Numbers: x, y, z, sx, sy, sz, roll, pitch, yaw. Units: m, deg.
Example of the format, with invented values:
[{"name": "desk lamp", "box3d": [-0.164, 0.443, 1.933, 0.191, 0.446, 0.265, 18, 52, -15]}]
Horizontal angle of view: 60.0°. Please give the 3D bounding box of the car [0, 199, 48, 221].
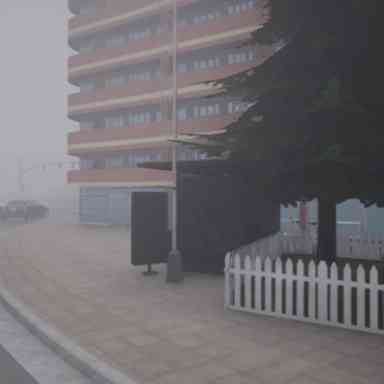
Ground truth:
[{"name": "car", "box3d": [-13.943, 1.433, 28.080, 2.097, 1.767, 4.553, 0, 0, -1]}]
